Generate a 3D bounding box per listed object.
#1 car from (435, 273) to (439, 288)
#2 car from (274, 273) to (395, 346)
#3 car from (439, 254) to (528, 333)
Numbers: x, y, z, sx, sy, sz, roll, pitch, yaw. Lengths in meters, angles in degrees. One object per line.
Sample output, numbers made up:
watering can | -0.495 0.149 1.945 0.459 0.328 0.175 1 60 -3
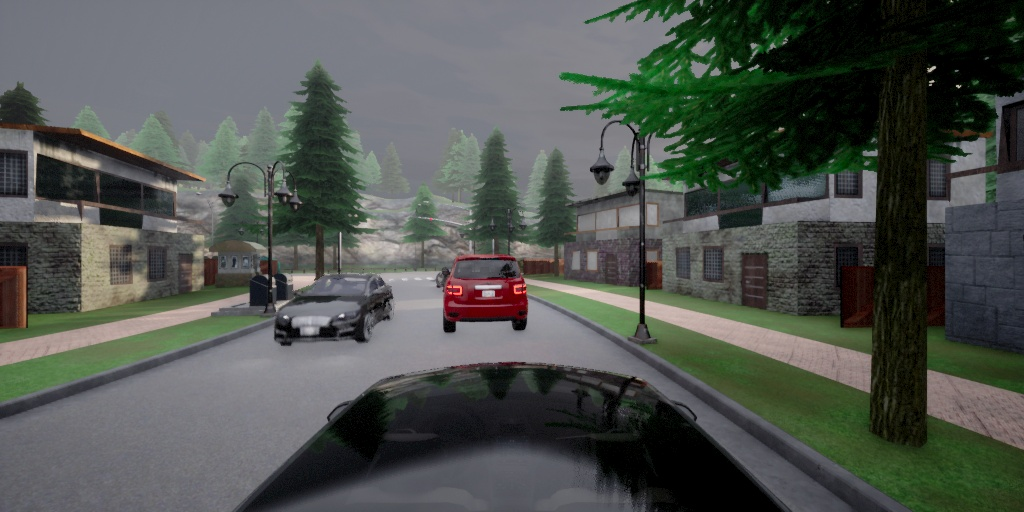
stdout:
car | -3.368 1.297 21.206 2.033 1.411 5.357 0 0 -18
car | -4.420 1.241 9.628 2.128 1.511 4.902 0 0 -8
car | -0.952 0.971 11.023 2.150 2.045 5.566 0 0 -9
